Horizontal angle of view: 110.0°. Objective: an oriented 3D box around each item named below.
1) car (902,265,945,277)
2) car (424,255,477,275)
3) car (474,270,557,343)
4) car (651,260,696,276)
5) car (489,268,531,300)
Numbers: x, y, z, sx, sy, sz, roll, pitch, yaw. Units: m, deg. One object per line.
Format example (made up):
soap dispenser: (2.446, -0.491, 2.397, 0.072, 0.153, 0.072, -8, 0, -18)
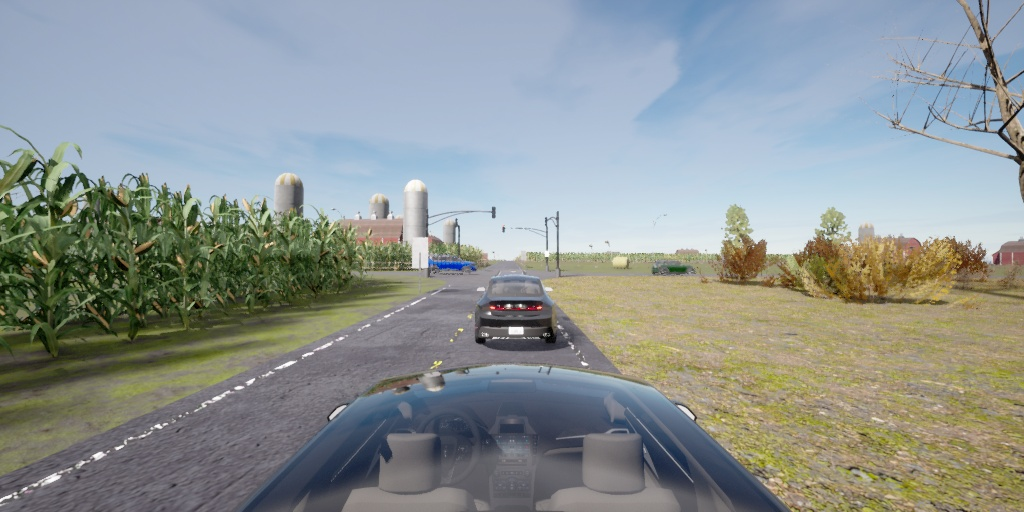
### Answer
car: (48.626, 1.768, 42.528, 4.181, 1.385, 1.994, 1, -1, -5)
car: (-6.567, 0.931, 38.420, 5.566, 2.045, 2.150, 1, 0, -3)
car: (0.079, 1.259, 9.649, 1.837, 1.490, 4.892, 0, 0, 0)
car: (18.073, 1.259, 40.100, 4.553, 1.767, 2.097, 1, -1, -4)
car: (0.030, 1.360, 18.801, 1.895, 1.301, 4.718, 0, 0, 4)
